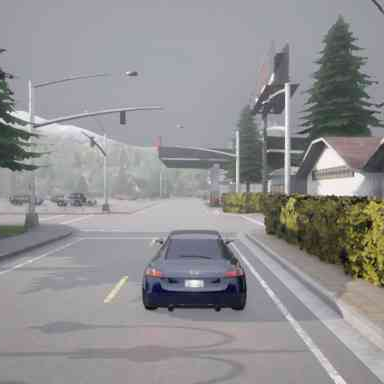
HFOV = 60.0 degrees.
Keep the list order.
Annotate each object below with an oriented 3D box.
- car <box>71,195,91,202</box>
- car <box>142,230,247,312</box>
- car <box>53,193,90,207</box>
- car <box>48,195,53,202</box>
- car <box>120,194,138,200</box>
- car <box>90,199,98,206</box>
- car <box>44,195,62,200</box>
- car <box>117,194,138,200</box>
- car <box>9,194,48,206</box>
[{"bbox_3d":[-24.037,1.319,72.076,3.633,1.501,1.845,0,0,-1],"label":"car"},{"bbox_3d":[0.059,1.564,7.798,1.994,1.385,4.181,0,0,1],"label":"car"},{"bbox_3d":[-16.772,1.076,46.383,3.866,1.878,1.905,0,0,-1],"label":"car"},{"bbox_3d":[-24.021,1.297,62.084,4.514,1.523,2.007,0,0,-1],"label":"car"},{"bbox_3d":[-16.503,1.339,87.104,4.514,1.523,2.007,0,0,-1],"label":"car"},{"bbox_3d":[-16.180,1.360,49.711,3.806,1.475,1.970,0,0,-1],"label":"car"},{"bbox_3d":[-35.099,1.383,84.005,3.806,1.475,1.970,0,0,-1],"label":"car"},{"bbox_3d":[-16.433,1.329,83.967,5.027,1.636,2.152,0,0,-1],"label":"car"},{"bbox_3d":[-24.659,1.097,49.623,4.605,1.855,1.932,0,0,-1],"label":"car"}]
